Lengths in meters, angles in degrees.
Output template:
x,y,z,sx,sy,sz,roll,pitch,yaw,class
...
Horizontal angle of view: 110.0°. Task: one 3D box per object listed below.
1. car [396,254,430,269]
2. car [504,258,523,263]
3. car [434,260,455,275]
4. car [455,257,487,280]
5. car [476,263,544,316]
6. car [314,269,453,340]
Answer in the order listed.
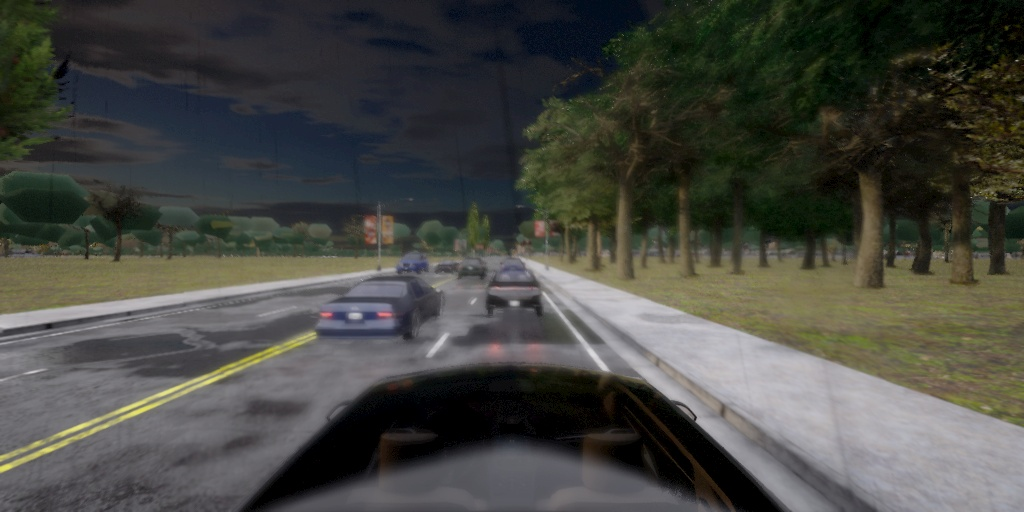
x,y,z,sx,sy,sz,roll,pitch,yaw,class
-9.842,0.793,36.104,2.150,2.045,5.566,0,0,0,car
0.097,0.954,29.680,2.097,1.767,4.553,0,0,0,car
-6.593,1.116,36.823,2.033,1.411,5.357,0,0,0,car
-3.153,0.954,29.708,2.097,1.767,4.553,0,0,0,car
0.092,1.178,13.068,2.128,1.511,4.902,0,1,0,car
-3.164,1.251,9.775,2.033,1.411,5.357,0,0,0,car
